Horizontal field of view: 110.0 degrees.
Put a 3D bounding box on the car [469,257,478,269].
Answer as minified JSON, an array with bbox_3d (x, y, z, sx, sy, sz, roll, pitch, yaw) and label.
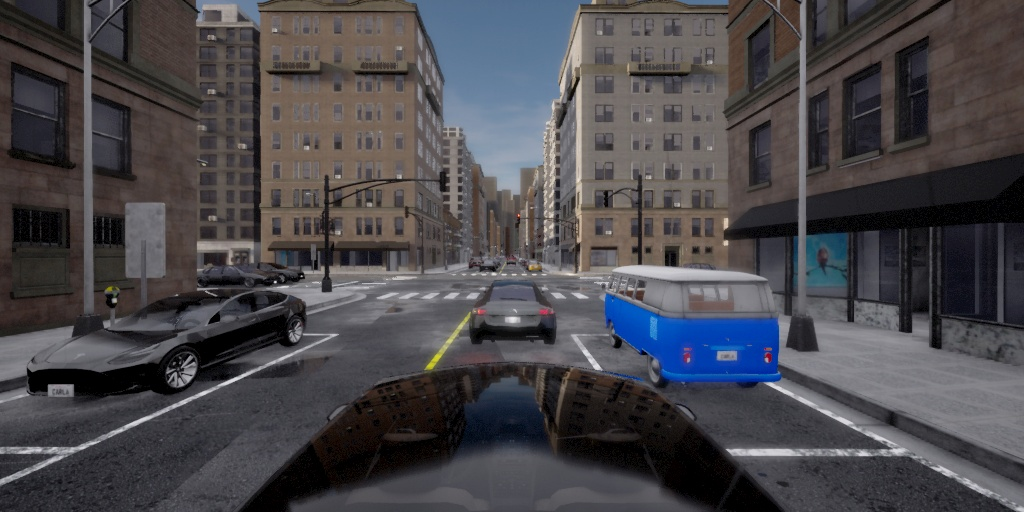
[{"bbox_3d":[-5.676,1.050,56.809,2.192,1.841,5.009,0,0,0],"label":"car"}]

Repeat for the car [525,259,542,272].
[{"bbox_3d":[2.929,1.267,45.988,1.751,1.417,4.829,0,0,0],"label":"car"}]

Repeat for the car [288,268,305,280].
[{"bbox_3d":[-17.860,1.230,26.316,4.892,1.490,1.837,0,0,0],"label":"car"}]

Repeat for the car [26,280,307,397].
[{"bbox_3d":[-5.641,1.315,6.674,1.948,1.339,4.313,0,0,0],"label":"car"}]

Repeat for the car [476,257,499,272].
[{"bbox_3d":[-3.022,1.219,45.661,1.882,1.535,5.008,0,0,1],"label":"car"}]

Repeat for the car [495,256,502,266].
[{"bbox_3d":[-3.091,1.227,56.039,2.128,1.511,4.902,0,0,0],"label":"car"}]

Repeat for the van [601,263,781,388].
[{"bbox_3d":[2.884,1.090,6.628,1.690,1.789,3.998,0,0,0],"label":"van"}]

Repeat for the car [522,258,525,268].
[{"bbox_3d":[2.890,1.178,51.344,1.967,1.591,4.097,0,0,0],"label":"car"}]

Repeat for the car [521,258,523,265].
[{"bbox_3d":[2.849,1.286,56.870,2.007,1.370,4.403,0,0,0],"label":"car"}]

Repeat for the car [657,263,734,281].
[{"bbox_3d":[15.233,1.289,29.941,5.357,1.411,2.033,0,0,0],"label":"car"}]

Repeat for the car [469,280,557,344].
[{"bbox_3d":[0.046,1.314,9.553,1.994,1.385,4.181,0,0,1],"label":"car"}]

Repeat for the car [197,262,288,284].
[{"bbox_3d":[-17.890,1.282,23.065,5.357,1.411,2.033,0,0,0],"label":"car"}]
